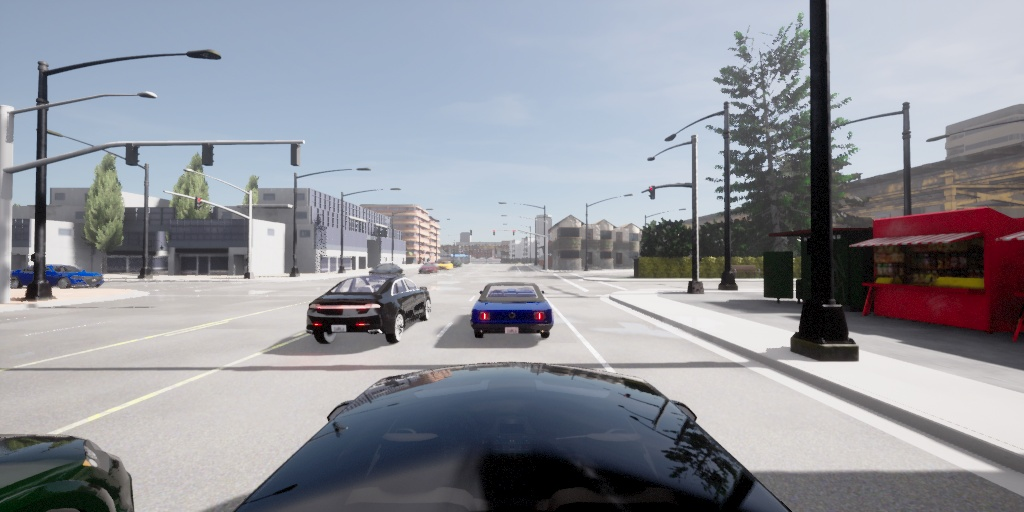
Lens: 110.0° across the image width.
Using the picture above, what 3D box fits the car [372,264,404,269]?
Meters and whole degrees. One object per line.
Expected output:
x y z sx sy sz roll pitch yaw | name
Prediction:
-10.880 1.421 31.211 1.882 1.535 5.008 0 -1 -1 | car

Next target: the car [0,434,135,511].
-3.373 1.314 0.502 1.994 1.385 4.181 0 0 -1 | car

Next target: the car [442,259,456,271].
-11.136 1.636 60.075 1.882 1.535 5.008 0 0 -1 | car

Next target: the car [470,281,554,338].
-0.006 1.365 10.147 1.895 1.301 4.718 0 0 0 | car

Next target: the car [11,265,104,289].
-29.735 1.315 23.381 5.008 1.535 1.882 0 -1 0 | car

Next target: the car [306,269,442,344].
-3.506 1.257 9.670 2.128 1.511 4.902 0 0 0 | car

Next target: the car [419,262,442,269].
-11.027 1.639 47.517 1.812 1.442 4.674 0 0 -1 | car
